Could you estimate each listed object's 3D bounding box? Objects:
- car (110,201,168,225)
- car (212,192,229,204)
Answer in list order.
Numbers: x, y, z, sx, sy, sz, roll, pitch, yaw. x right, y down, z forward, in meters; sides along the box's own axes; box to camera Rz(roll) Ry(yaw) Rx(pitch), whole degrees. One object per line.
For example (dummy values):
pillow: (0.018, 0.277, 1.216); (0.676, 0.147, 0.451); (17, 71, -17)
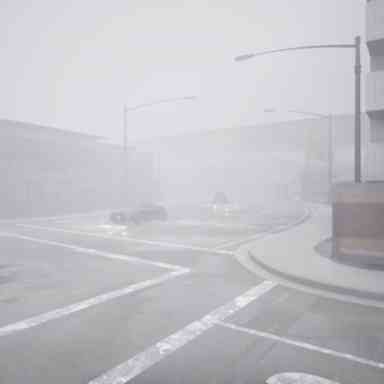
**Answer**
car: (-3.449, 1.319, 22.092); (1.994, 1.385, 4.181); (0, 1, 32)
car: (3.687, 0.739, 43.241); (1.837, 1.490, 4.892); (1, 1, 2)
